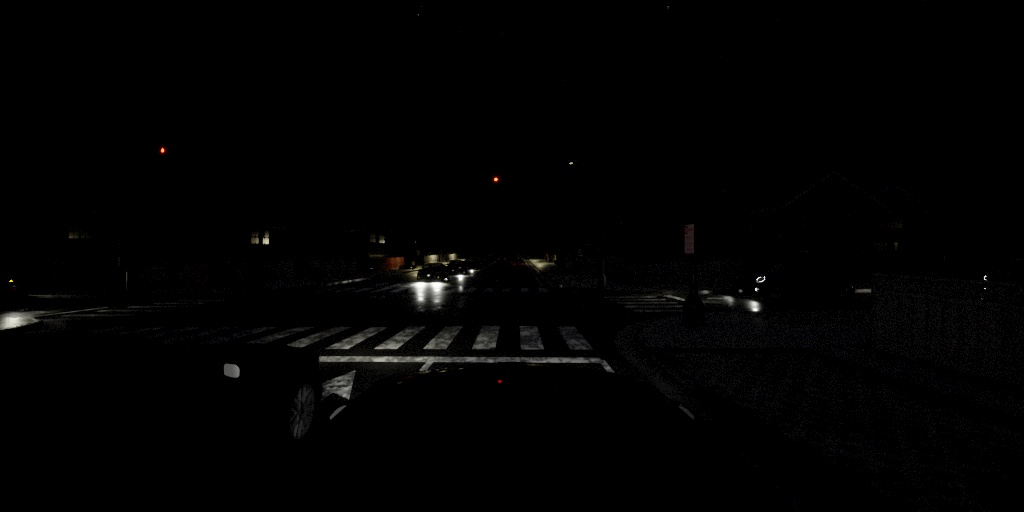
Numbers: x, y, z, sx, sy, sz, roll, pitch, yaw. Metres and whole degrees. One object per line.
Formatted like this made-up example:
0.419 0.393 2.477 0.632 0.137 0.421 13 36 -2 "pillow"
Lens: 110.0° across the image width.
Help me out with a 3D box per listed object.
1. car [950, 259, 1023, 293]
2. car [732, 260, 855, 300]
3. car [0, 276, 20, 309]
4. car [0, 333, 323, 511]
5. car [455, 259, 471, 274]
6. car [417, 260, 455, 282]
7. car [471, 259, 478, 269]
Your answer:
22.720 0.914 16.451 4.553 1.767 2.097 0 0 0 "car"
12.647 0.994 16.349 4.553 1.767 2.097 0 0 -1 "car"
-22.516 1.139 13.713 5.566 2.045 2.150 -1 0 4 "car"
-3.153 1.228 2.192 1.882 1.535 5.008 0 0 1 "car"
-5.964 1.166 38.776 1.812 1.442 4.674 0 0 1 "car"
-6.137 1.251 28.484 1.994 1.385 4.181 0 0 1 "car"
-5.767 1.061 49.419 2.033 1.411 5.357 0 1 2 "car"
